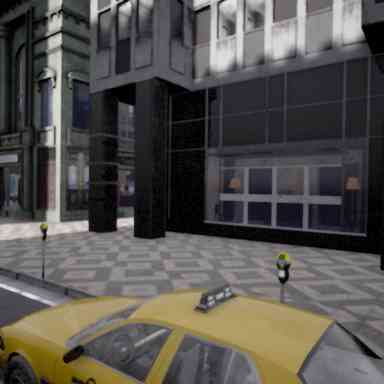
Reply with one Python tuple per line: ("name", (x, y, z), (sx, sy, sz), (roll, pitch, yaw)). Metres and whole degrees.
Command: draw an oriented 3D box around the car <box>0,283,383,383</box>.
("car", (-0.017, 1.501, 2.976), (4.829, 1.417, 1.752), (1, 1, 36))
